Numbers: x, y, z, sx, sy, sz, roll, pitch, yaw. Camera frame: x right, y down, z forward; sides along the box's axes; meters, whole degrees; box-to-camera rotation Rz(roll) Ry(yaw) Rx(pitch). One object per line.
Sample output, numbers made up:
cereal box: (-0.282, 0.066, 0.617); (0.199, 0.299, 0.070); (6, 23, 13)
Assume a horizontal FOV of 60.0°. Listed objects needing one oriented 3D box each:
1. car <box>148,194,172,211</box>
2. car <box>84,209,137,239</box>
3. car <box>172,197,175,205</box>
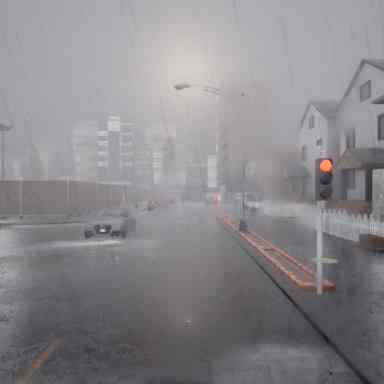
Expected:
car: (-4.082, 1.222, 41.246); (2.150, 2.045, 5.566); (0, 0, 0)
car: (-4.093, 1.564, 17.240); (1.994, 1.385, 4.181); (0, 0, 0)
car: (-4.007, 1.601, 59.266); (1.895, 1.301, 4.718); (0, 0, 0)
